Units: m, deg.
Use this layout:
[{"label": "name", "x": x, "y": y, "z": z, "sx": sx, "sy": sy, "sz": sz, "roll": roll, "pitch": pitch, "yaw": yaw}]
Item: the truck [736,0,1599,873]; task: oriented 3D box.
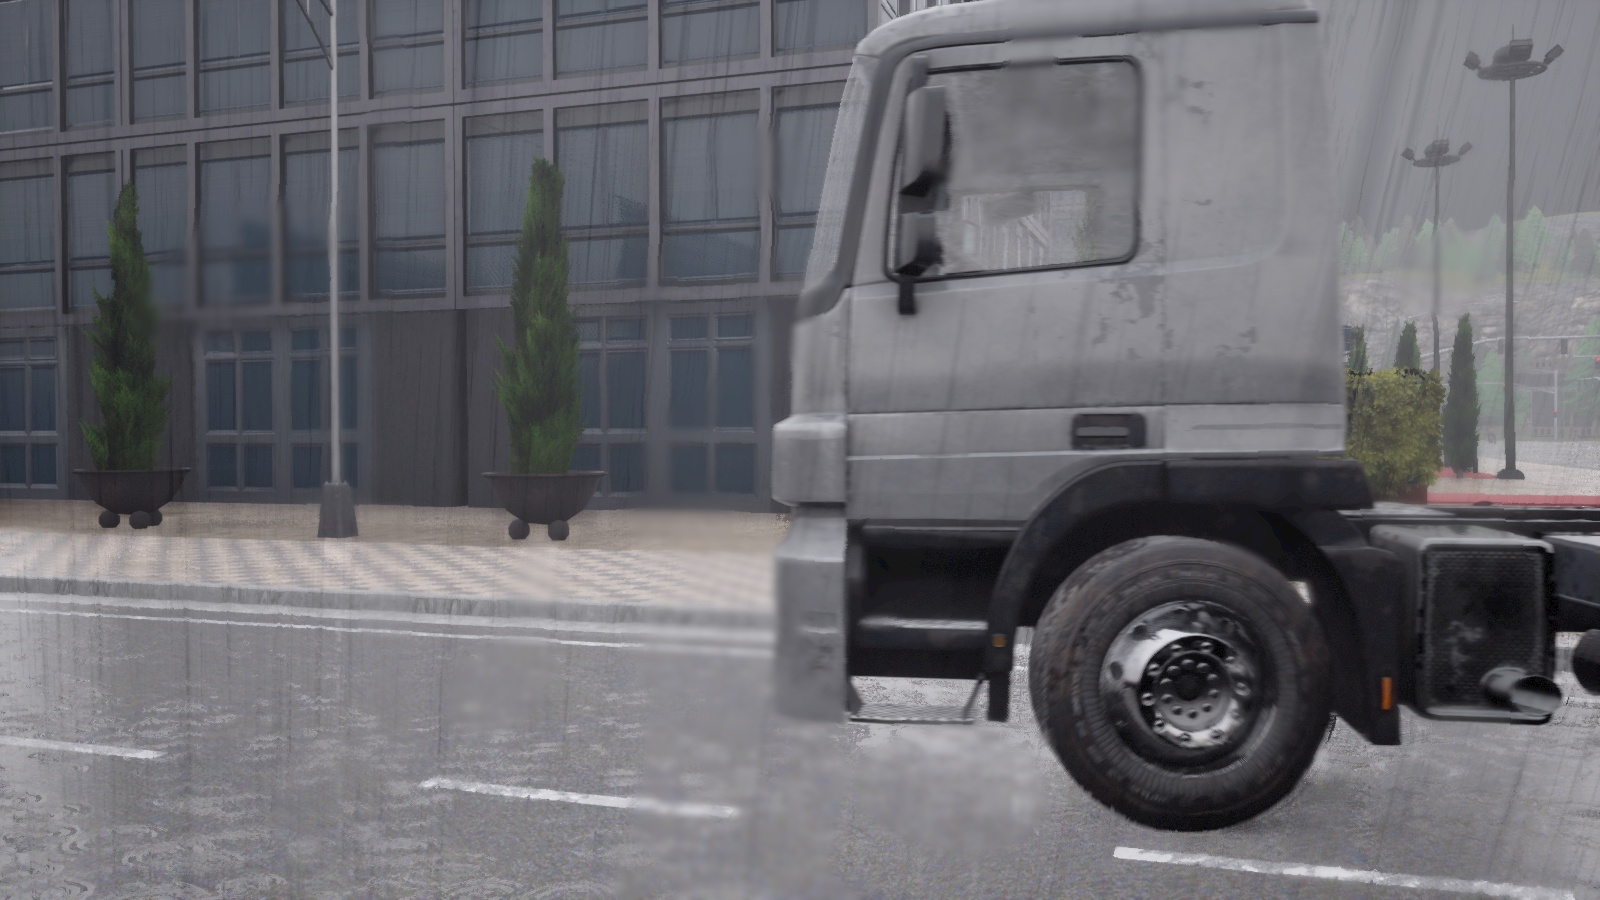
[{"label": "truck", "x": 3.910, "y": -0.233, "z": 5.750, "sx": 7.936, "sy": 3.462, "sz": 2.891, "roll": 0, "pitch": 1, "yaw": 10}]
